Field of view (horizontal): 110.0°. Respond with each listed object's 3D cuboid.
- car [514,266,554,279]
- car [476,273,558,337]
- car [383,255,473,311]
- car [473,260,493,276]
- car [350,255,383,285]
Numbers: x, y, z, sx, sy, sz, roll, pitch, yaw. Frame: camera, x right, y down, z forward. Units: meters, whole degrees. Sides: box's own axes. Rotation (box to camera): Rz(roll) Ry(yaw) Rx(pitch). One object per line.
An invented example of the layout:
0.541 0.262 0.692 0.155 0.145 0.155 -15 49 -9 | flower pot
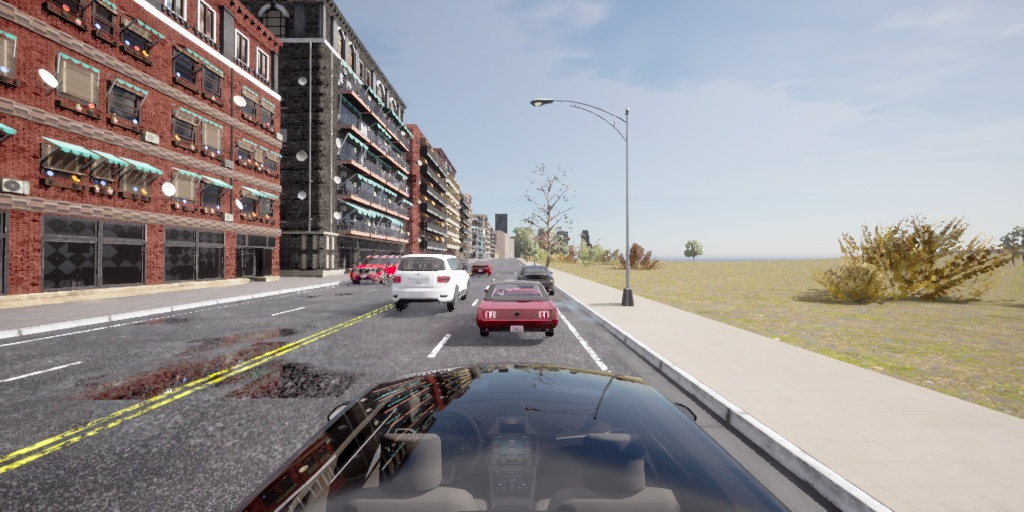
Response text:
1.203 1.257 19.491 1.837 1.490 4.892 0 0 0 | car
0.131 1.352 10.290 1.895 1.301 4.718 0 0 0 | car
-3.103 0.972 14.619 2.150 2.045 5.566 0 0 0 | car
-3.017 1.229 36.837 1.882 1.535 5.008 0 0 0 | car
-9.757 0.974 26.303 2.150 2.045 5.566 0 0 0 | car
